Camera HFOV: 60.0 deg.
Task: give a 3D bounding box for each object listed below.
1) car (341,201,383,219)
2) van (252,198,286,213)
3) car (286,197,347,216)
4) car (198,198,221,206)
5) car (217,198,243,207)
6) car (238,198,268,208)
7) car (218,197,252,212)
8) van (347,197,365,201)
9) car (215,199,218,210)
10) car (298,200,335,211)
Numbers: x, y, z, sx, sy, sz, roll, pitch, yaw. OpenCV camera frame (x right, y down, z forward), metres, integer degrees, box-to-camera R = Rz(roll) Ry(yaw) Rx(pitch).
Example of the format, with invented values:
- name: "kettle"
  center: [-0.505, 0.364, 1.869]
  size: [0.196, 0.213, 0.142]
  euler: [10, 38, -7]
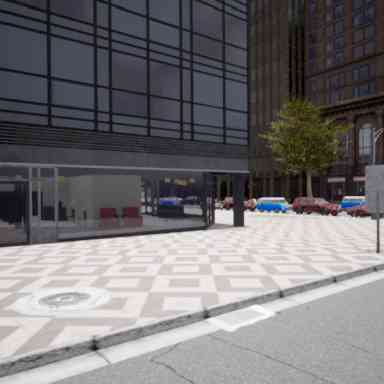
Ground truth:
- name: "car"
  center: [16.064, 1.719, 29.820]
  size: [1.802, 1.307, 4.206]
  euler: [-1, 0, -35]
- name: "van"
  center: [9.476, 1.591, 39.077]
  size: [1.690, 1.788, 3.998]
  euler: [-1, 0, -35]
- name: "car"
  center: [12.767, 1.509, 34.448]
  size: [2.192, 1.841, 5.009]
  euler: [-1, 0, -35]
- name: "car"
  center: [3.260, 1.919, 62.538]
  size: [2.008, 1.369, 4.403]
  euler: [-1, 0, -35]
- name: "car"
  center: [6.551, 1.863, 57.910]
  size: [1.887, 1.381, 4.507]
  euler: [-1, 0, -35]
- name: "car"
  center: [9.743, 1.794, 53.420]
  size: [1.752, 1.417, 4.829]
  euler: [-1, 0, -35]
- name: "car"
  center: [6.185, 1.619, 43.706]
  size: [2.192, 1.841, 5.009]
  euler: [-1, 0, -35]
- name: "van"
  center: [19.710, 1.446, 39.396]
  size: [1.690, 1.788, 3.998]
  euler: [-1, 0, -35]
- name: "car"
  center: [2.899, 1.907, 48.336]
  size: [2.008, 1.369, 4.403]
  euler: [-1, 0, -35]
- name: "car"
  center: [16.424, 1.726, 44.025]
  size: [1.947, 1.339, 4.313]
  euler: [-1, 0, -35]
